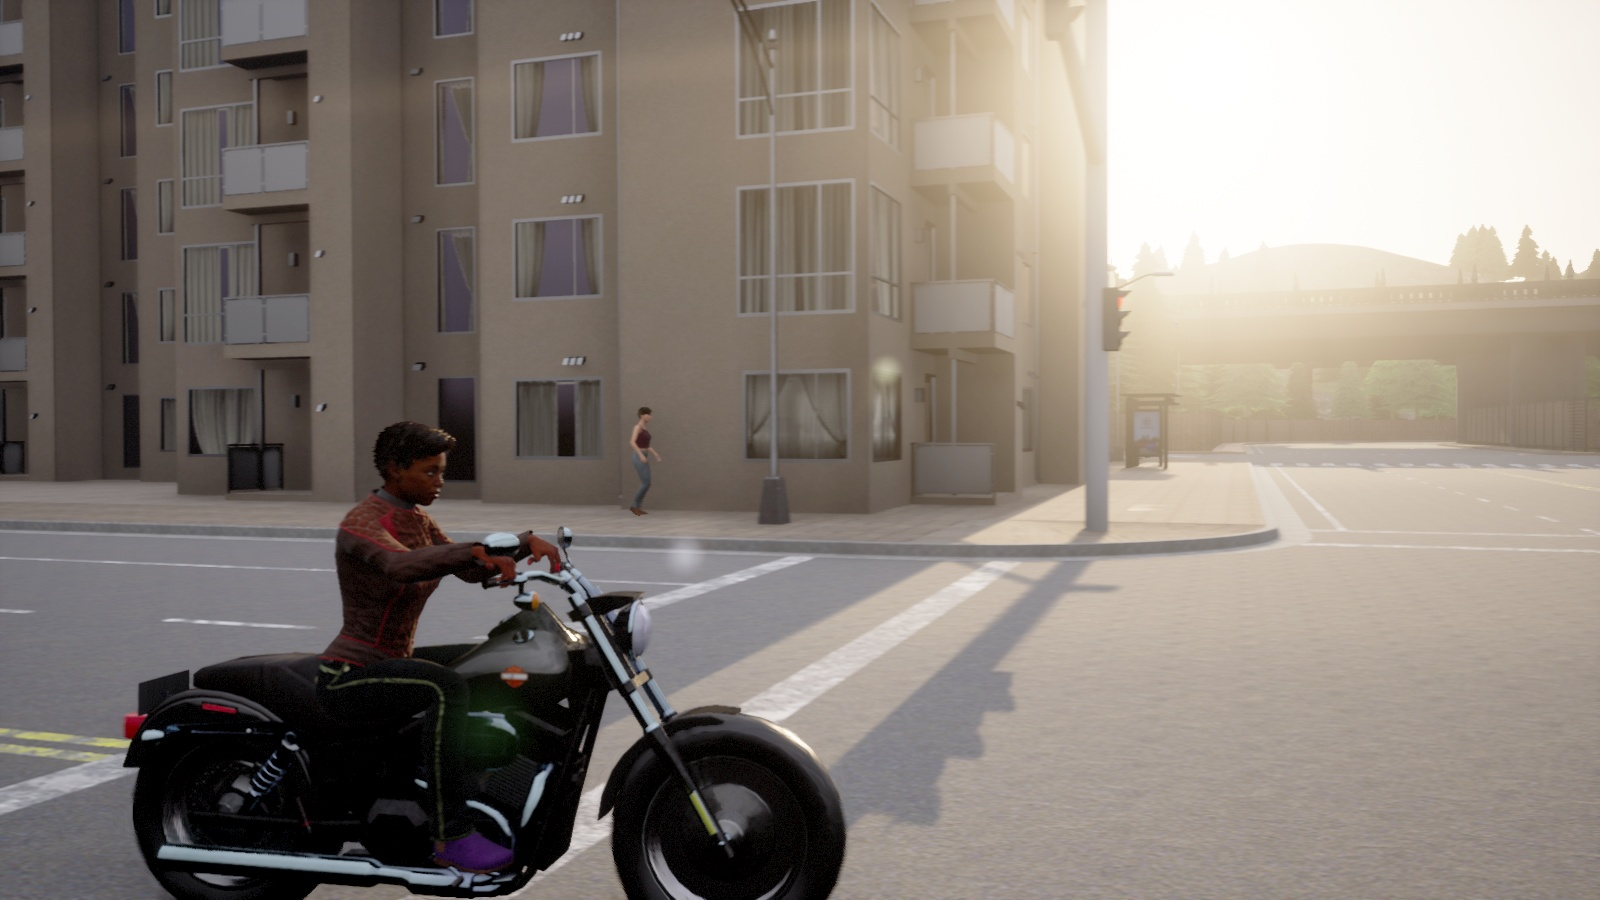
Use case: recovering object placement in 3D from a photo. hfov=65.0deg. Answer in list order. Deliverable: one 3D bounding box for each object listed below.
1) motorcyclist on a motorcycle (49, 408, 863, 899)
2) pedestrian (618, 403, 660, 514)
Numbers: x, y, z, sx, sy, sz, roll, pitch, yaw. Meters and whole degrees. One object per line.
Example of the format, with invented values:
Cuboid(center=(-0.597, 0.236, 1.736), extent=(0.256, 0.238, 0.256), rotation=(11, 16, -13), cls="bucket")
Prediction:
Cuboid(center=(-1.023, 0.710, 3.944), extent=(2.350, 1.649, 0.766), rotation=(1, 0, 10), cls="motorcyclist on a motorcycle")
Cuboid(center=(-2.686, 0.139, 20.948), extent=(0.594, 1.836, 0.345), rotation=(0, 1, 15), cls="pedestrian")
